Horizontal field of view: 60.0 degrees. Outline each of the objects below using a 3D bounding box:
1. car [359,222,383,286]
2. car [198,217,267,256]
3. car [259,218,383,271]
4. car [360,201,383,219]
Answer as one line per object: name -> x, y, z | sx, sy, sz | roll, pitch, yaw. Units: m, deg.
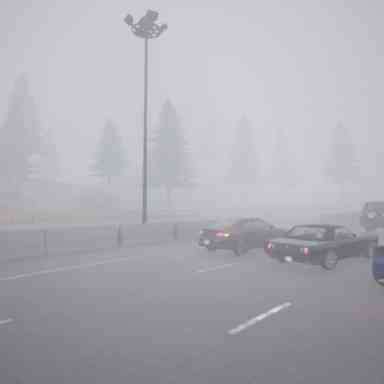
car -> 6.511, 1.589, 8.636 | 5.008, 1.535, 1.882 | 1, -2, -39
car -> 2.360, 1.778, 14.242 | 4.674, 1.442, 1.812 | 1, -2, -39
car -> 4.709, 1.785, 11.661 | 4.718, 1.301, 1.895 | 1, -1, -39
car -> 13.176, 1.545, 21.179 | 5.566, 2.045, 2.150 | -1, -1, -26
